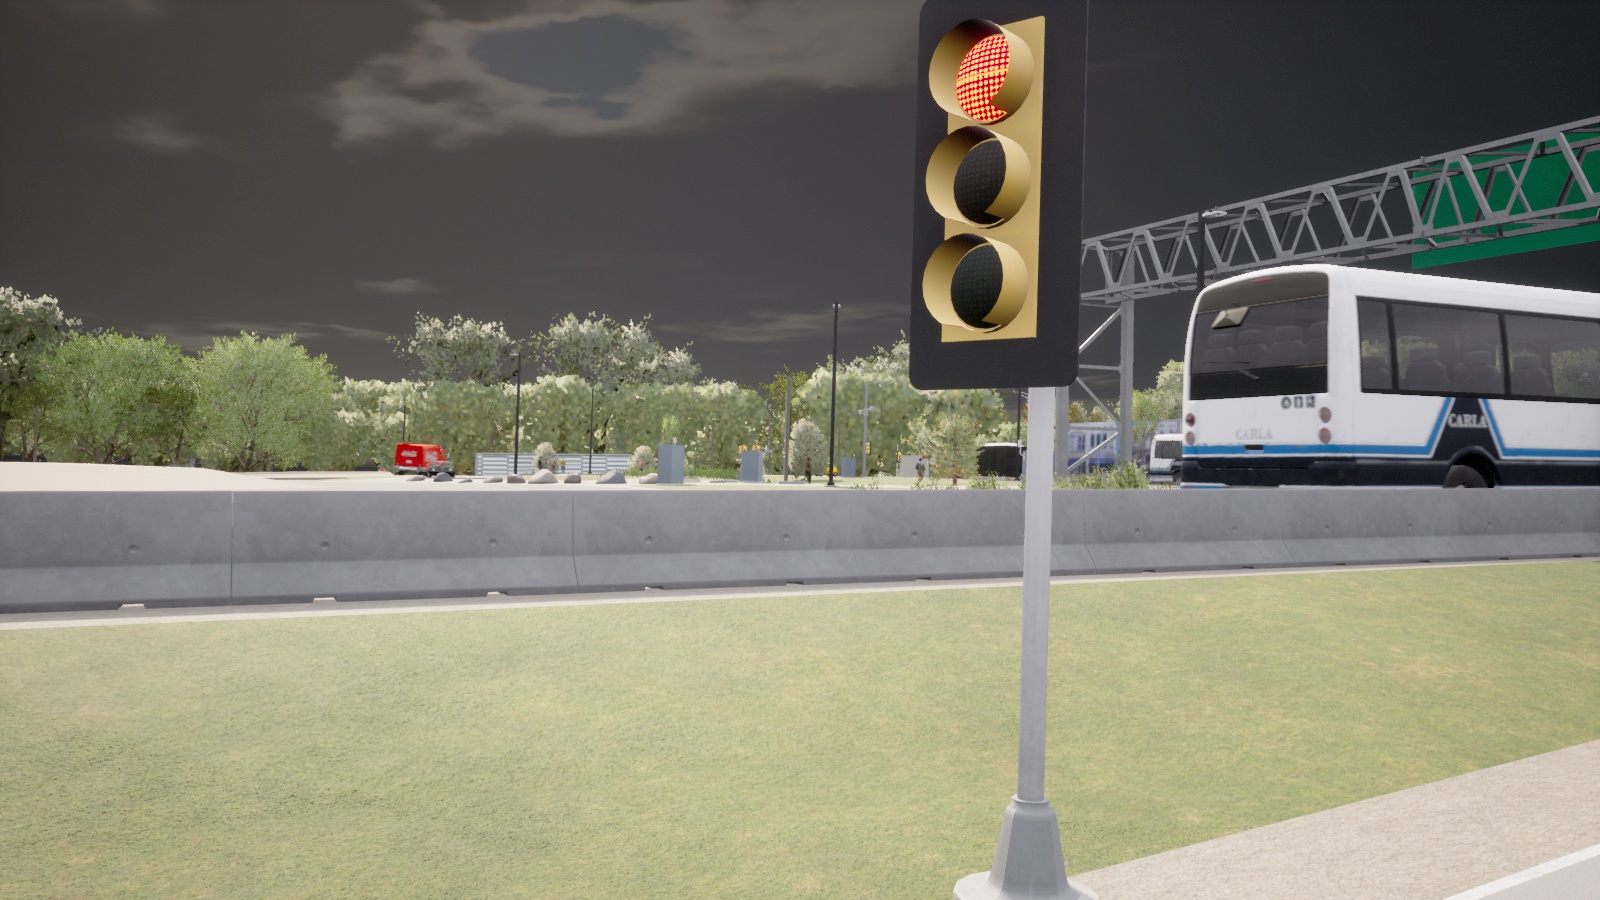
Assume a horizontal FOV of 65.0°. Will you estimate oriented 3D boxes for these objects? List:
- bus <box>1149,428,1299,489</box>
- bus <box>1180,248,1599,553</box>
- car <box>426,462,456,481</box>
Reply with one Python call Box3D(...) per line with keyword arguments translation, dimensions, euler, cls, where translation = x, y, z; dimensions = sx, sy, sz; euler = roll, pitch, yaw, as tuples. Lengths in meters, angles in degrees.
Box3D(translation=(31.520, 0.699, 93.861), dimensions=(3.944, 4.253, 10.273), euler=(3, -2, -35), cls="bus")
Box3D(translation=(11.839, -0.632, 21.511), dimensions=(10.273, 4.253, 3.944), euler=(1, -1, -26), cls="bus")
Box3D(translation=(-26.605, 1.580, 93.043), dimensions=(1.895, 1.301, 4.718), euler=(2, -1, -18), cls="car")
